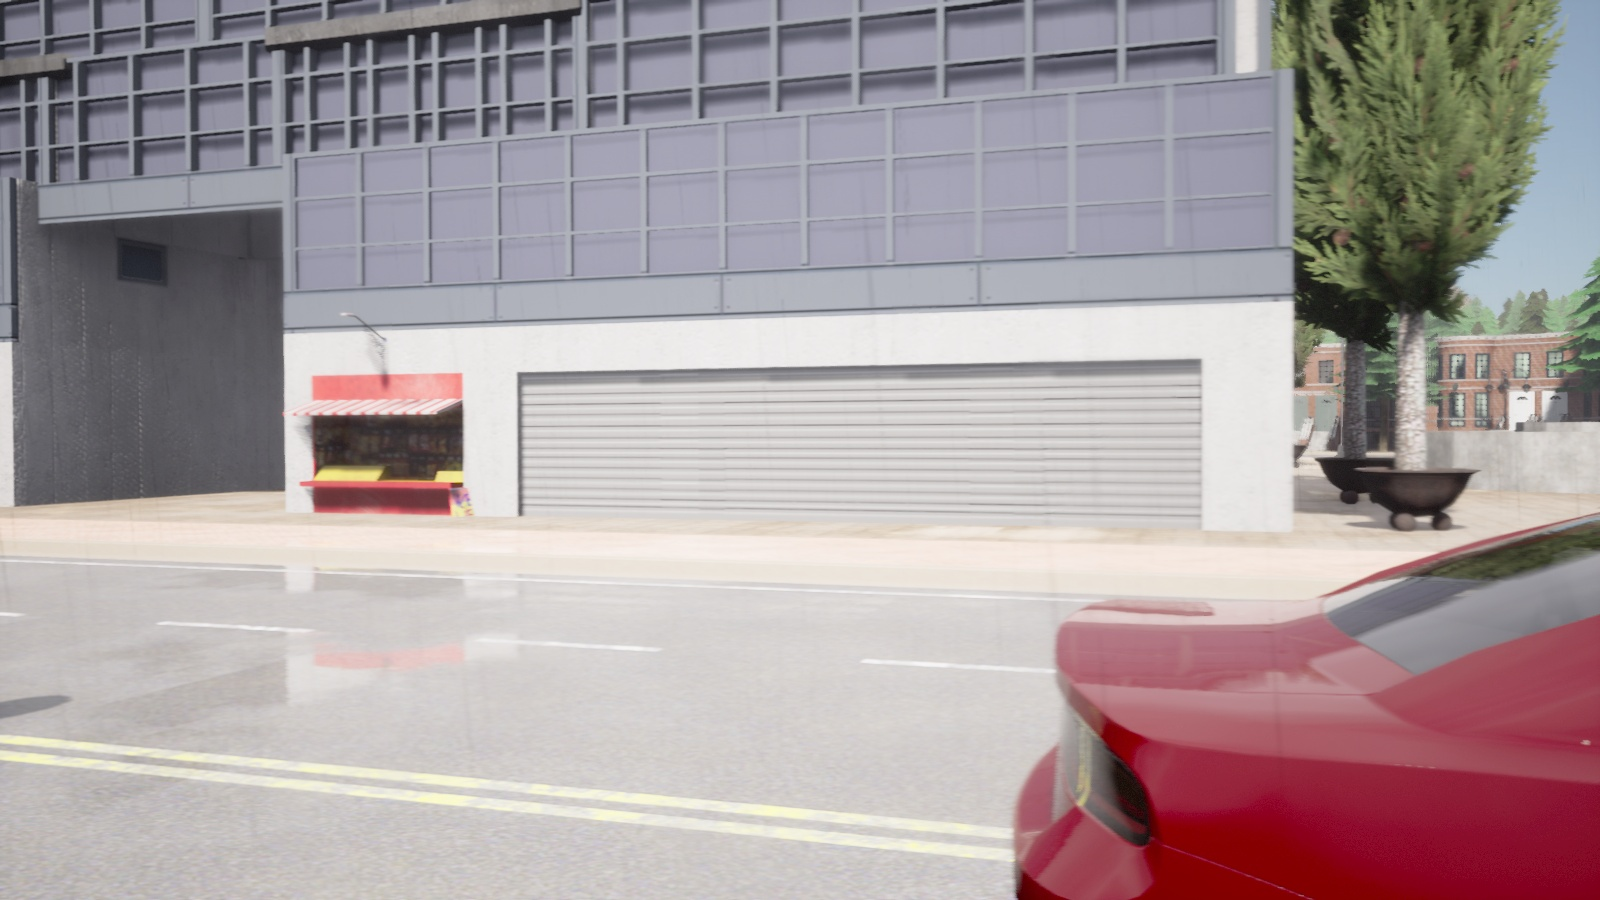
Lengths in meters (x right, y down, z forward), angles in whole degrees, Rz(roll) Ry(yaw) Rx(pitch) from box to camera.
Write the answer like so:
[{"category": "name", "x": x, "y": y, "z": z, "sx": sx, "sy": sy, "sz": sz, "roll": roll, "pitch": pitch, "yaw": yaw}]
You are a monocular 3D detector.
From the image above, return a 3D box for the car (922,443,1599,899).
[{"category": "car", "x": 2.876, "y": 0.780, "z": 2.239, "sx": 5.008, "sy": 1.535, "sz": 1.882, "roll": 1, "pitch": 1, "yaw": 18}]
